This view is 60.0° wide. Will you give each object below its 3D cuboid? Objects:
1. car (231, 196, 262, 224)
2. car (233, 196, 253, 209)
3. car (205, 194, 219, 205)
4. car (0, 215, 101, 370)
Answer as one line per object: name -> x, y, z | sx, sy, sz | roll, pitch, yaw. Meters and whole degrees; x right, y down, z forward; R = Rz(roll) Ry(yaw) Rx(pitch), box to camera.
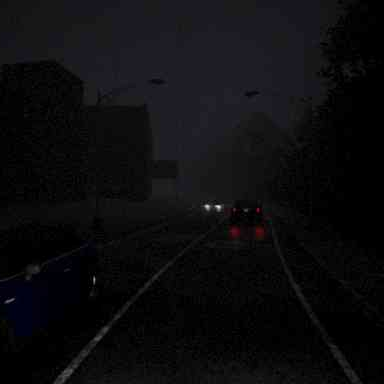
car -> 4.038, 1.253, 24.416 | 2.097, 1.767, 4.553 | 0, 0, 11
car -> 6.452, 1.244, 42.372 | 2.033, 1.411, 5.357 | 0, 1, 3
car -> 2.882, 1.053, 48.494 | 1.882, 1.535, 5.008 | 0, 1, 0
car -> -3.110, 1.343, 5.083 | 2.097, 1.767, 4.553 | 0, 0, 6
